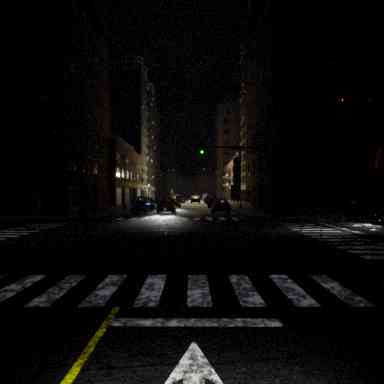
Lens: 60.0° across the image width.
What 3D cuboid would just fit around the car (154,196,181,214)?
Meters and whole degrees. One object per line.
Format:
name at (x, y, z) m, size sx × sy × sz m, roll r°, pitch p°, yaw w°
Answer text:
car at (-2.707, 1.493, 36.066) m, size 2.128 × 1.511 × 4.902 m, roll 0°, pitch 0°, yaw 1°

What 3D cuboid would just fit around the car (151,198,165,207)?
car at (-5.291, 1.584, 52.598) m, size 1.802 × 1.307 × 4.206 m, roll 0°, pitch 0°, yaw 1°

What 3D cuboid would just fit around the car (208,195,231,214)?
car at (3.045, 1.441, 35.501) m, size 1.967 × 1.590 × 4.097 m, roll 0°, pitch 0°, yaw 1°

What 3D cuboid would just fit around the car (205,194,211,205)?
car at (3.171, 1.442, 46.839) m, size 1.967 × 1.590 × 4.097 m, roll 0°, pitch 0°, yaw 1°

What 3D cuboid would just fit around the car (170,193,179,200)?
car at (-4.850, 1.306, 92.273) m, size 2.192 × 1.841 × 5.009 m, roll 0°, pitch 0°, yaw 1°

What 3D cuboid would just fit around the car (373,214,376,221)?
car at (15.501, 1.564, 22.758) m, size 5.357 × 1.411 × 2.033 m, roll 0°, pitch 0°, yaw 0°

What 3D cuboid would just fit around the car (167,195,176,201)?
car at (-4.978, 1.521, 80.767) m, size 1.752 × 1.417 × 4.829 m, roll 0°, pitch 0°, yaw 1°

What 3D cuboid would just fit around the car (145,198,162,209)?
car at (-5.354, 1.568, 46.930) m, size 1.947 × 1.339 × 4.313 m, roll 0°, pitch 0°, yaw 1°

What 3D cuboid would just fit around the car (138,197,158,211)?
car at (-5.418, 1.442, 41.262) m, size 1.967 × 1.590 × 4.097 m, roll 0°, pitch 0°, yaw 1°

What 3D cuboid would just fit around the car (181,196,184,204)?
car at (-2.582, 1.603, 47.034) m, size 1.895 × 1.301 × 4.718 m, roll 0°, pitch 0°, yaw 1°

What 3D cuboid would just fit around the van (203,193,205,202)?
van at (3.297, 1.343, 58.176) m, size 1.690 × 1.788 × 3.998 m, roll 0°, pitch 0°, yaw 1°

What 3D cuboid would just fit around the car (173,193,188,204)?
car at (-2.322, 1.506, 65.762) m, size 1.837 × 1.490 × 4.892 m, roll 0°, pitch 0°, yaw 1°

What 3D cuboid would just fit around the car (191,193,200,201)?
car at (0.827, 1.185, 75.895) m, size 2.097 × 1.767 × 4.553 m, roll 0°, pitch 0°, yaw 1°

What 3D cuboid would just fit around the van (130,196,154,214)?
van at (-5.481, 1.343, 35.594) m, size 1.690 × 1.788 × 3.998 m, roll 0°, pitch 0°, yaw 1°

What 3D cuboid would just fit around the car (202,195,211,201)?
car at (3.549, 1.435, 80.853) m, size 1.967 × 1.590 × 4.097 m, roll 0°, pitch 0°, yaw 1°

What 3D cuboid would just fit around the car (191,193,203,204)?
car at (0.712, 1.492, 65.505) m, size 2.128 × 1.511 × 4.902 m, roll 0°, pitch 0°, yaw 1°

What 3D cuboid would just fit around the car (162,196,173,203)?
car at (-5.102, 1.565, 69.601) m, size 1.947 × 1.339 × 4.313 m, roll 0°, pitch 0°, yaw 1°

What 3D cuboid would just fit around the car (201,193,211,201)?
car at (3.612, 1.308, 86.521) m, size 2.192 × 1.841 × 5.009 m, roll 0°, pitch 0°, yaw 1°

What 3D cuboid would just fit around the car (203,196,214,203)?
car at (3.423, 1.550, 69.515) m, size 2.008 × 1.369 × 4.403 m, roll 0°, pitch 0°, yaw 1°

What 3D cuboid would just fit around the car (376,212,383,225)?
car at (13.821, 1.619, 19.511) m, size 4.718 × 1.301 × 1.895 m, roll 0°, pitch 0°, yaw 0°

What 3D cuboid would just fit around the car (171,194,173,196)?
car at (-5.167, 1.526, 63.763) m, size 1.752 × 1.417 × 4.829 m, roll 0°, pitch 0°, yaw 1°
